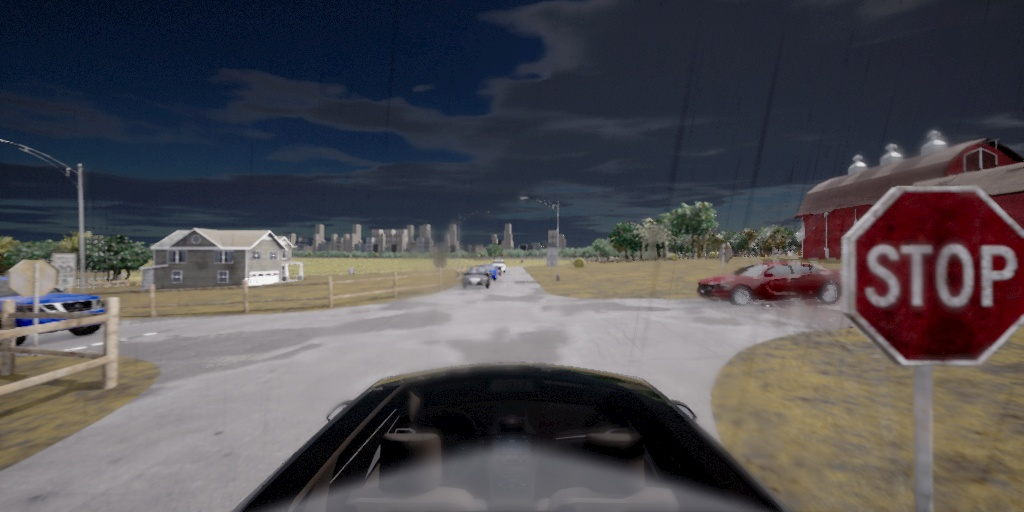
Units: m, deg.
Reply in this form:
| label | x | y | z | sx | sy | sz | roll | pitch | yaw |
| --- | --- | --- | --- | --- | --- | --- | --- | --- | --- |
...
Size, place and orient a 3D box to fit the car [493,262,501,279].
| label | x | y | z | sx | sy | sz | roll | pitch | yaw |
| --- | --- | --- | --- | --- | --- | --- | --- | --- | --- |
| car | -2.420 | 1.624 | 35.702 | 1.882 | 1.535 | 5.008 | 0 | -1 | 1 |

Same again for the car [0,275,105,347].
| label | x | y | z | sx | sy | sz | roll | pitch | yaw |
| --- | --- | --- | --- | --- | --- | --- | --- | --- | --- |
| car | -15.591 | 1.595 | 10.694 | 5.566 | 2.045 | 2.150 | -2 | -1 | 0 |

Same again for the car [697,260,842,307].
| label | x | y | z | sx | sy | sz | roll | pitch | yaw |
| --- | --- | --- | --- | --- | --- | --- | --- | --- | --- |
| car | 9.597 | 0.960 | 13.375 | 5.008 | 1.535 | 1.882 | -2 | -1 | 1 |

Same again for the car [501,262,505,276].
| label | x | y | z | sx | sy | sz | roll | pitch | yaw |
| --- | --- | --- | --- | --- | --- | --- | --- | --- | --- |
| car | -2.297 | 1.843 | 45.664 | 1.994 | 1.385 | 4.181 | 0 | -1 | 1 |

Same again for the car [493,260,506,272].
| label | x | y | z | sx | sy | sz | roll | pitch | yaw |
| --- | --- | --- | --- | --- | --- | --- | --- | --- | --- |
| car | -2.139 | 1.667 | 57.303 | 2.150 | 2.045 | 5.566 | 0 | -1 | 1 |

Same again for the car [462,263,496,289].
| label | x | y | z | sx | sy | sz | roll | pitch | yaw |
| --- | --- | --- | --- | --- | --- | --- | --- | --- | --- |
| car | -2.490 | 1.522 | 26.171 | 2.128 | 1.511 | 4.902 | 0 | -1 | -1 |
